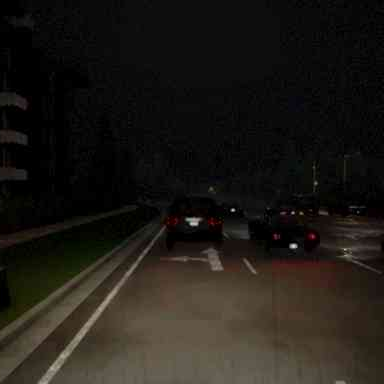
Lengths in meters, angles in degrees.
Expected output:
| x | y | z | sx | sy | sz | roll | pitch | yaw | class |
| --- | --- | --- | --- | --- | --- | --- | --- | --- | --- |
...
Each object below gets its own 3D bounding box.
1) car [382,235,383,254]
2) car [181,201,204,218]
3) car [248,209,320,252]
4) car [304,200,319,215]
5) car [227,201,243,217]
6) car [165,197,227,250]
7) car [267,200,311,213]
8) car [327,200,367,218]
| x | y | z | sx | sy | sz | roll | pitch | yaw | class |
| --- | --- | --- | --- | --- | --- | --- | --- | --- | --- |
| 7.051 | 1.479 | 8.751 | 1.882 | 1.535 | 5.008 | 0 | 0 | 1 | car |
| 0.020 | 1.569 | 31.109 | 1.994 | 1.385 | 4.181 | 0 | 0 | -1 | car |
| 3.579 | 1.603 | 13.897 | 1.895 | 1.301 | 4.718 | 0 | 0 | 0 | car |
| 10.584 | 1.483 | 32.124 | 1.882 | 1.535 | 5.008 | 0 | 0 | 0 | car |
| 3.582 | 1.569 | 31.131 | 1.994 | 1.385 | 4.181 | 0 | 0 | 0 | car |
| 0.081 | 1.223 | 14.457 | 2.150 | 2.045 | 5.566 | 0 | 0 | 0 | car |
| 7.061 | 1.552 | 25.681 | 2.033 | 1.411 | 5.357 | 0 | 0 | 0 | car |
| 14.081 | 1.497 | 30.552 | 2.128 | 1.511 | 4.902 | 0 | 0 | 0 | car |
